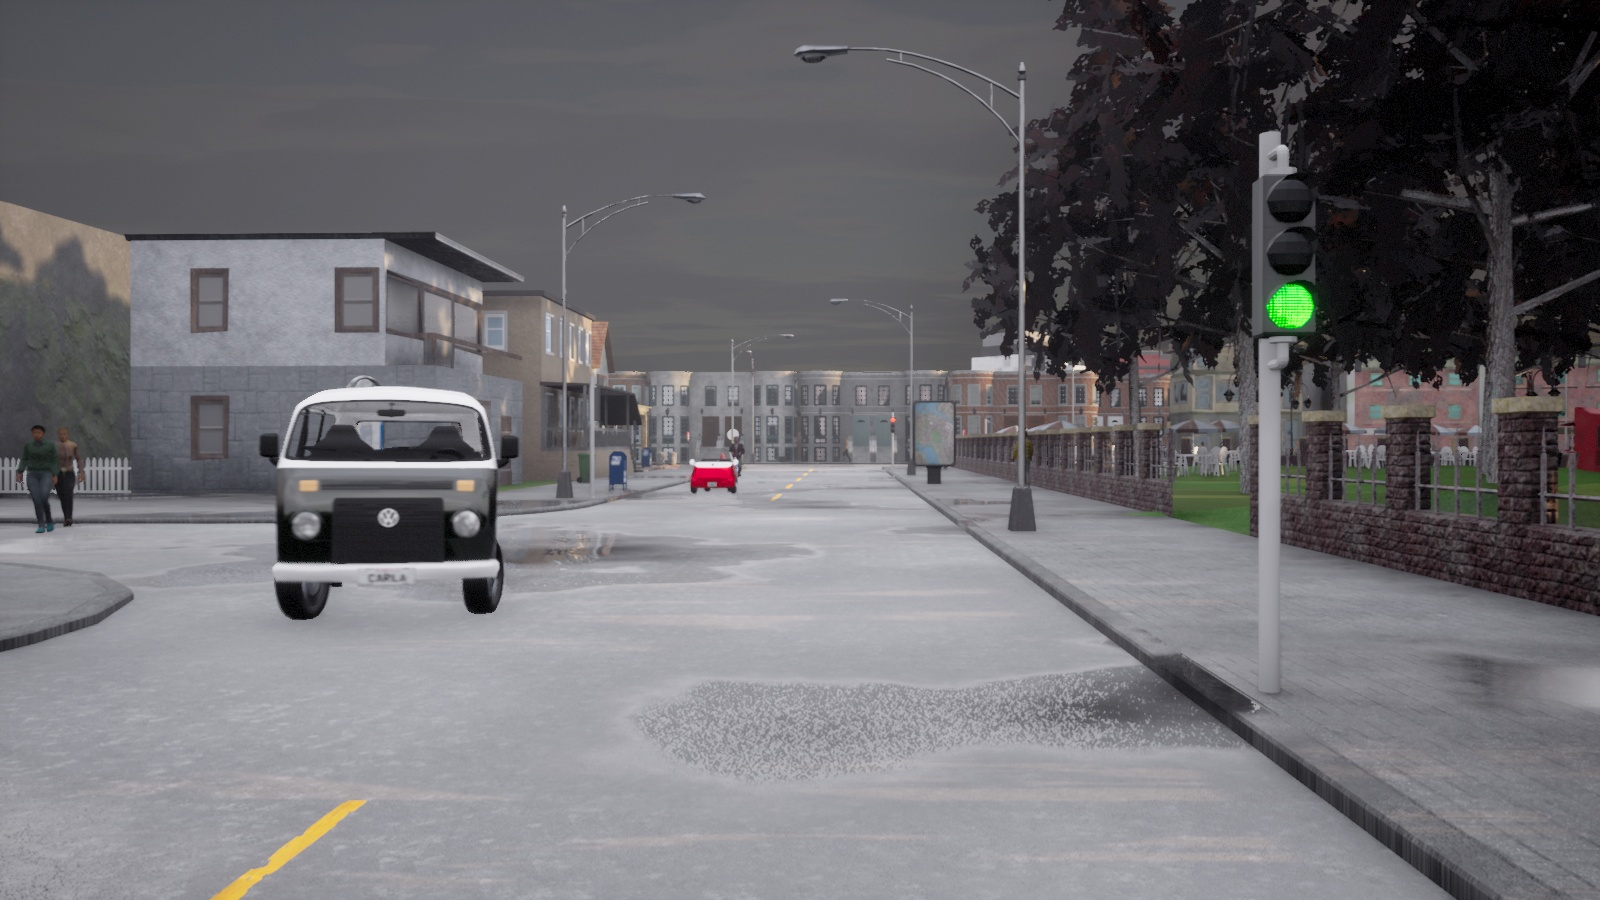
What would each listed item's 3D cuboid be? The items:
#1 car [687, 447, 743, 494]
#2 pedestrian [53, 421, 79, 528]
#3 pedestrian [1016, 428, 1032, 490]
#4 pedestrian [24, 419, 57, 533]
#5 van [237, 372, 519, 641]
[{"bbox_3d":[-2.572,0.607,38.452,1.481,1.376,2.207,0,0,2],"label":"car"},{"bbox_3d":[-12.872,0.419,22.036,0.331,1.846,0.634,0,0,-25],"label":"pedestrian"},{"bbox_3d":[6.747,0.272,37.885,0.370,1.835,0.726,0,0,3],"label":"pedestrian"},{"bbox_3d":[-12.498,0.422,20.669,0.353,1.847,0.614,0,0,-20],"label":"pedestrian"},{"bbox_3d":[-3.821,0.403,11.941,2.069,2.038,4.480,0,1,-15],"label":"van"}]
